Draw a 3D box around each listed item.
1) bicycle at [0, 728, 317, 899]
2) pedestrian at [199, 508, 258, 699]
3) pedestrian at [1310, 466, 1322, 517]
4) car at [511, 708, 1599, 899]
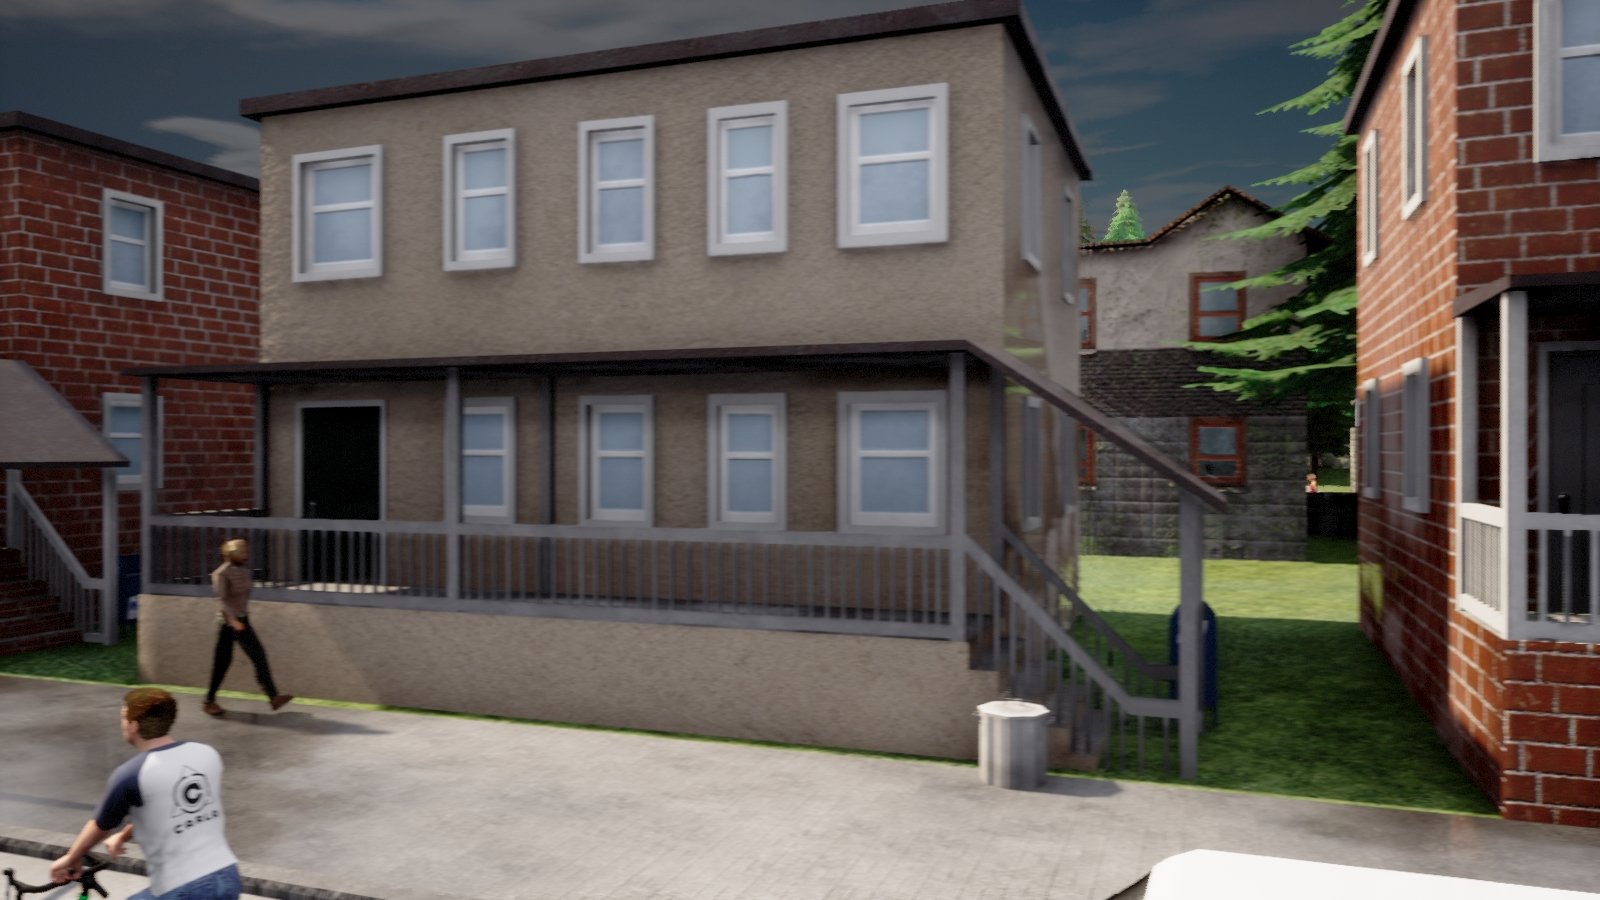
[{"bbox_3d":[-2.847,1.936,4.861,1.643,1.296,0.373,0,0,20],"label":"bicycle"},{"bbox_3d":[-5.755,1.524,11.515,0.375,1.860,0.375,0,0,17],"label":"pedestrian"},{"bbox_3d":[18.944,1.527,41.963,0.375,1.860,0.375,0,0,18],"label":"pedestrian"},{"bbox_3d":[1.350,1.845,3.337,3.806,1.475,1.970,0,0,20],"label":"car"}]
